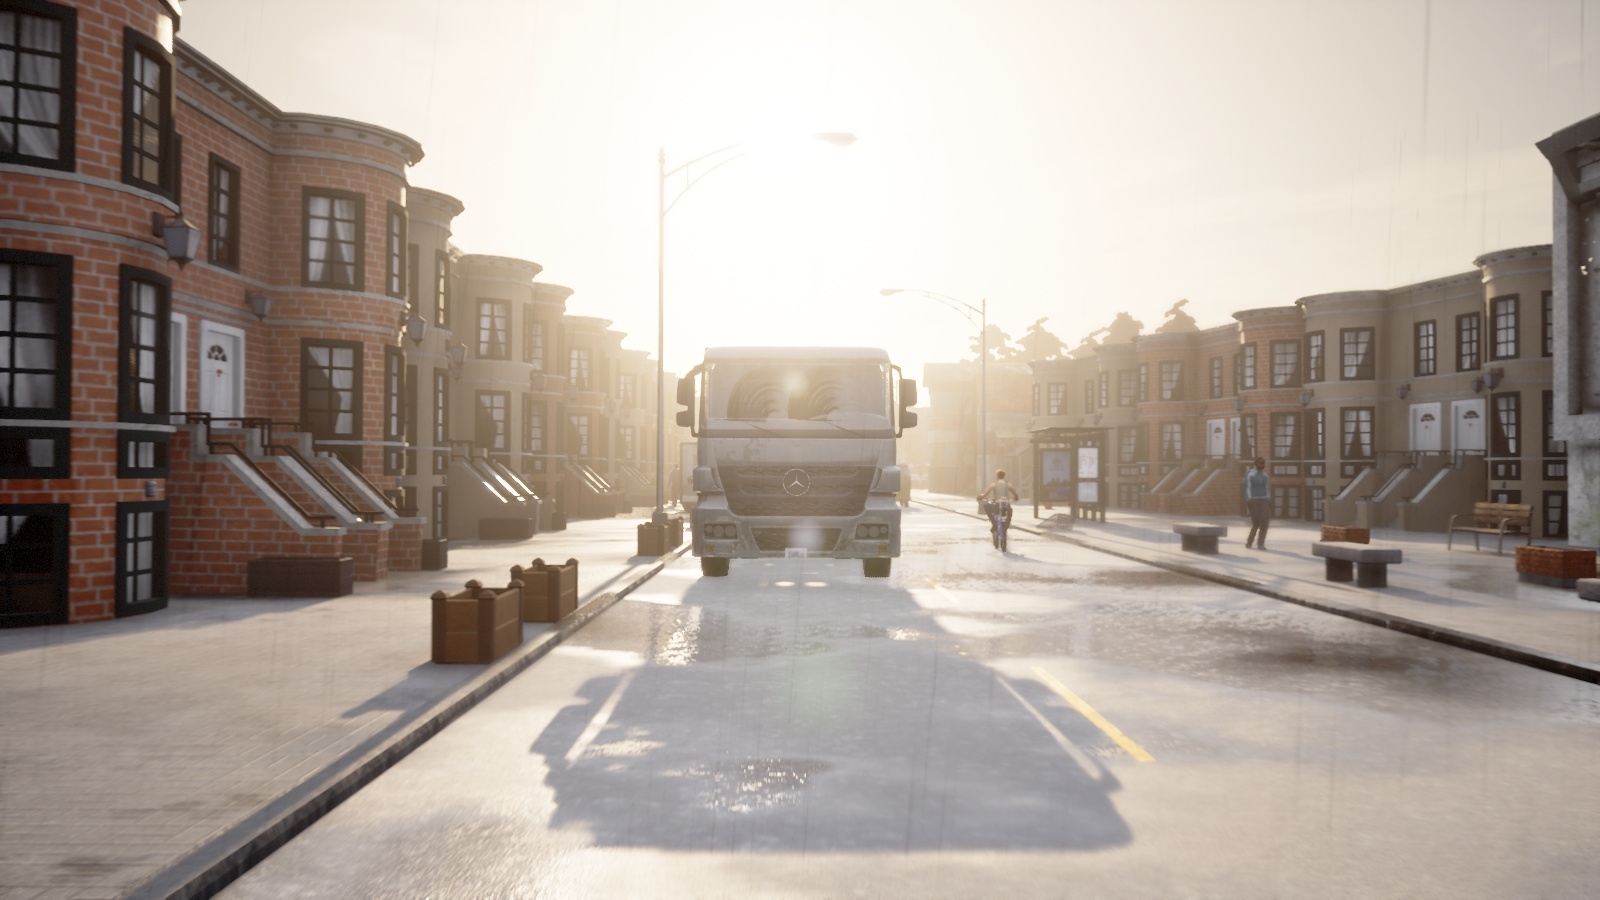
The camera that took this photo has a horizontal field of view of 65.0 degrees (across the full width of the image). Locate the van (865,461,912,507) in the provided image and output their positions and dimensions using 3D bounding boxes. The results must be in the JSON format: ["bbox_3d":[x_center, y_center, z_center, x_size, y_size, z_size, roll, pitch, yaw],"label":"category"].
[{"bbox_3d":[3.923,1.495,56.343,1.775,1.987,4.442,0,-1,0],"label":"van"}]

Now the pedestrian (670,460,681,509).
[{"bbox_3d":[-5.044,1.397,50.885,0.423,1.949,0.788,0,-1,-8],"label":"pedestrian"}]

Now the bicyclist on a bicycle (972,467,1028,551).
[{"bbox_3d":[3.947,1.153,24.921,0.866,1.612,1.509,0,-1,0],"label":"bicyclist on a bicycle"}]

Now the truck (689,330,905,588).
[{"bbox_3d":[-0.049,0.182,20.856,2.891,3.462,7.936,0,-1,0],"label":"truck"}]

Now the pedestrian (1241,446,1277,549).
[{"bbox_3d":[8.685,0.888,23.776,0.396,1.930,0.692,0,-1,-2],"label":"pedestrian"}]
